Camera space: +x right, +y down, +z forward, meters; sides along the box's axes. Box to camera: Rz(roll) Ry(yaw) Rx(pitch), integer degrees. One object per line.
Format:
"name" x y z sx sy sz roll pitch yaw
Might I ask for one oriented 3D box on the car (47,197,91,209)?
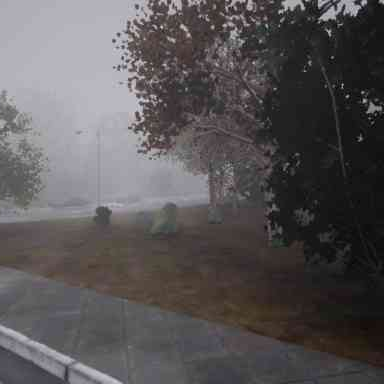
"car" -15.903 1.354 43.290 2.033 1.411 5.357 0 2 39

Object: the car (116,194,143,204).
"car" -9.619 0.982 51.069 1.994 1.385 4.181 0 3 39

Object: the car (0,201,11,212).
"car" -22.141 1.531 35.548 1.837 1.490 4.892 0 1 39

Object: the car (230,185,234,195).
"car" 9.003 -0.423 63.045 2.150 2.045 5.566 0 3 36
